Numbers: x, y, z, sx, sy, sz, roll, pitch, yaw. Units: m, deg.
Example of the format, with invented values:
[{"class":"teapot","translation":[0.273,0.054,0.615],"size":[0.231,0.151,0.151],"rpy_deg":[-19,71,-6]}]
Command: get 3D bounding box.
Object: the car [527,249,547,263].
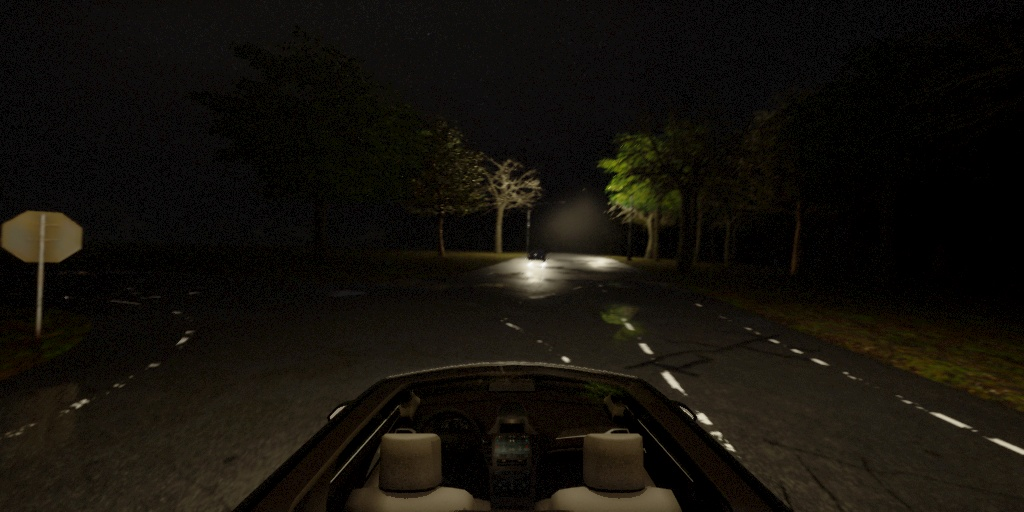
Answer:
[{"class":"car","translation":[2.916,-0.033,40.923],"size":[1.812,1.442,4.674],"rpy_deg":[3,2,9]}]
